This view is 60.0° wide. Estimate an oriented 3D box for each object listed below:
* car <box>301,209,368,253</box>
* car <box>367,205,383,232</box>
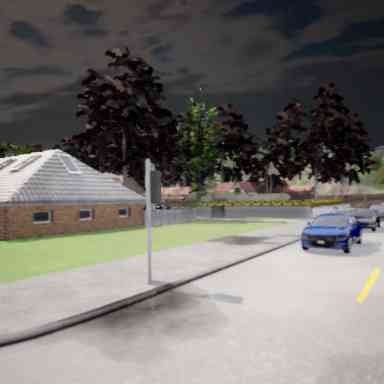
[{"bbox_3d":[6.462,1.722,15.127,1.882,1.535,5.008,-2,-2,34],"label":"car"},{"bbox_3d":[12.054,1.882,23.284,2.033,1.411,5.357,-2,-2,35],"label":"car"}]
